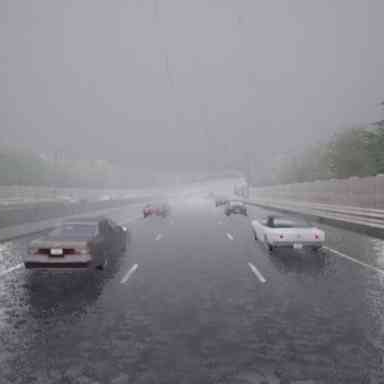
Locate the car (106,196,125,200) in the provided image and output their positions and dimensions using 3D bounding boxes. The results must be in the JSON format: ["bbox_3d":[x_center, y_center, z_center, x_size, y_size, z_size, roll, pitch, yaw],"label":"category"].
[{"bbox_3d":[-12.585,1.570,57.412,2.033,1.411,5.357,0,0,3],"label":"car"}]

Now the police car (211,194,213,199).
[{"bbox_3d":[5.763,1.675,71.680,2.038,1.542,4.974,0,0,4],"label":"police car"}]

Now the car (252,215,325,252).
[{"bbox_3d":[3.704,1.577,13.724,1.895,1.301,4.718,0,0,1],"label":"car"}]

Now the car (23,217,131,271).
[{"bbox_3d":[-3.333,1.522,10.764,2.033,1.411,5.357,0,0,1],"label":"car"}]

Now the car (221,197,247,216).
[{"bbox_3d":[4.067,1.500,31.478,1.812,1.442,4.674,0,0,2],"label":"car"}]

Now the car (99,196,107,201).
[{"bbox_3d":[-15.847,1.564,61.816,1.812,1.442,4.674,0,0,3],"label":"car"}]

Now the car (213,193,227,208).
[{"bbox_3d":[4.611,1.376,49.887,2.097,1.767,4.553,0,0,2],"label":"car"}]

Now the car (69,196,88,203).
[{"bbox_3d":[-19.578,1.499,57.730,2.128,1.511,4.902,0,0,3],"label":"car"}]

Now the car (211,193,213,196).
[{"bbox_3d":[6.487,1.599,82.520,2.097,1.767,4.553,0,0,4],"label":"car"}]

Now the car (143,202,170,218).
[{"bbox_3d":[-2.999,1.564,29.198,1.895,1.301,4.718,0,0,1],"label":"car"}]
